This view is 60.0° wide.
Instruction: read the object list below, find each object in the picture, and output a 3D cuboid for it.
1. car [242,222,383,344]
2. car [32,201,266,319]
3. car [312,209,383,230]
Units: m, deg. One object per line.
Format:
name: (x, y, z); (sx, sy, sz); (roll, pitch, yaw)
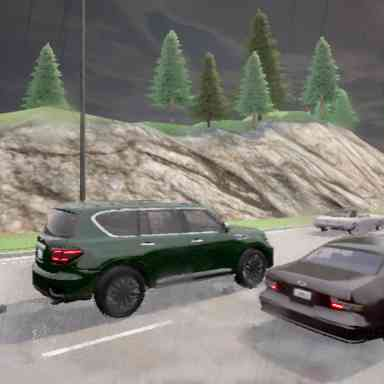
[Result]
car: (3.654, 1.547, 6.350); (5.357, 1.411, 2.033); (0, 0, -36)
car: (-0.590, 1.221, 7.623); (5.566, 2.045, 2.150); (0, 0, -36)
car: (8.985, 1.601, 18.784); (4.718, 1.301, 1.895); (0, 0, -36)
